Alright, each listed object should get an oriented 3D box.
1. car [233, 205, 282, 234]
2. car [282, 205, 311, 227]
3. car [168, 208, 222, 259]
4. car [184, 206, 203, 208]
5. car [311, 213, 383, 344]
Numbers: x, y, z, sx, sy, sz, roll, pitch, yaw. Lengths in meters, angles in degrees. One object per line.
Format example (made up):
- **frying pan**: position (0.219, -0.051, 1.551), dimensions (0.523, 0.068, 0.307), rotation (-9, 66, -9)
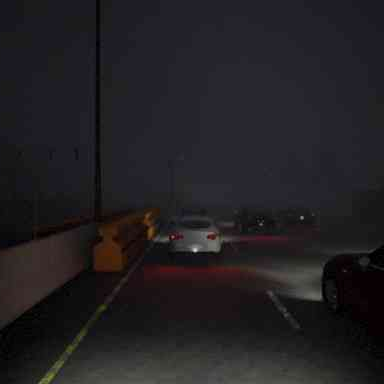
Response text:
- **car**: position (3.596, 1.537, 19.808), dimensions (1.882, 1.535, 5.008), rotation (0, 0, 0)
- **car**: position (7.095, 1.633, 23.423), dimensions (1.994, 1.385, 4.181), rotation (0, 0, 0)
- **car**: position (0.098, 1.564, 12.726), dimensions (1.812, 1.442, 4.674), rotation (0, 0, 0)
- **car**: position (0.096, 1.672, 23.536), dimensions (1.895, 1.301, 4.718), rotation (0, 0, 0)
- **car**: position (3.599, 1.367, 4.707), dimensions (2.097, 1.767, 4.553), rotation (0, 0, 0)
